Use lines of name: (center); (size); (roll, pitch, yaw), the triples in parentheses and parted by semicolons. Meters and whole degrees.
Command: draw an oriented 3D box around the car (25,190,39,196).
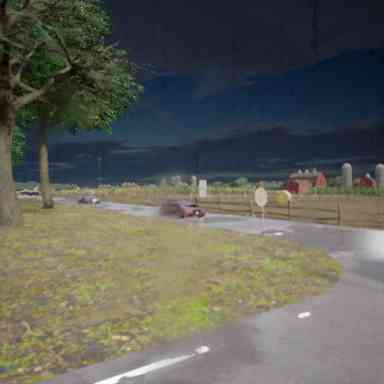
car: (-40.467, 0.291, 85.043); (1.882, 1.535, 5.008); (-1, 1, -36)

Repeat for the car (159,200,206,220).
car: (-0.809, 1.293, 25.579); (1.994, 1.385, 4.181); (-1, 1, -36)

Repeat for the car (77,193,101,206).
car: (-13.367, 0.907, 42.924); (2.128, 1.511, 4.902); (-1, 1, -36)
